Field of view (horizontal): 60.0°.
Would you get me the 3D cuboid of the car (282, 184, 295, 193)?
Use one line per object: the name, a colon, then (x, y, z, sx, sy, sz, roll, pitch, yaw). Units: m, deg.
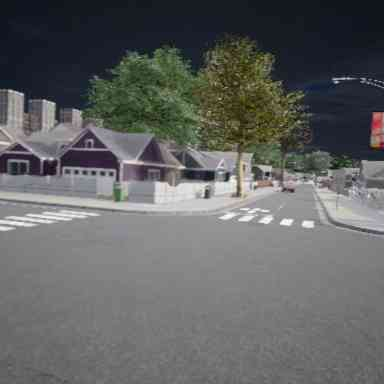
car: (16.825, -0.711, 57.886, 1.882, 1.535, 5.008, 4, 3, 19)
